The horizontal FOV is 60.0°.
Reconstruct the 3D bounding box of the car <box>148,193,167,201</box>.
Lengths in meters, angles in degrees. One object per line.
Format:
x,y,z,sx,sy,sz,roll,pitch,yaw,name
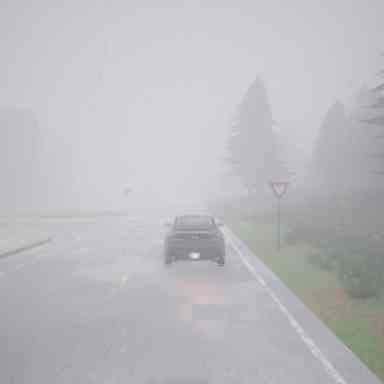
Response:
-9.044,1.566,84.376,4.181,1.381,1.994,0,0,-1,car

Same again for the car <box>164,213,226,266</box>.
0.088,1.507,11.575,1.837,1.490,4.892,0,0,0,car
